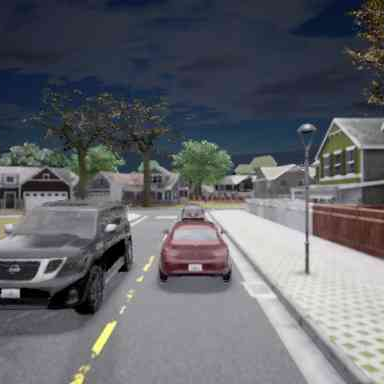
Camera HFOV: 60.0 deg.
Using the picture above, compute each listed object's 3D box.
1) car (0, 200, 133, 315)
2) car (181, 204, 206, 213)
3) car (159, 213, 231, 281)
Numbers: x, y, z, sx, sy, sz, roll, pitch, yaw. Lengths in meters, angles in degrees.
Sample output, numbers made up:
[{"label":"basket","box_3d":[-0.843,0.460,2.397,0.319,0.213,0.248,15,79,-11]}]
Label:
[{"label":"car","box_3d":[-2.850,1.255,8.000,2.150,2.045,5.566,0,0,0]},{"label":"car","box_3d":[0.085,1.656,25.732,2.033,1.411,5.357,0,0,0]},{"label":"car","box_3d":[0.086,1.567,9.878,1.812,1.442,4.674,0,0,0]}]
